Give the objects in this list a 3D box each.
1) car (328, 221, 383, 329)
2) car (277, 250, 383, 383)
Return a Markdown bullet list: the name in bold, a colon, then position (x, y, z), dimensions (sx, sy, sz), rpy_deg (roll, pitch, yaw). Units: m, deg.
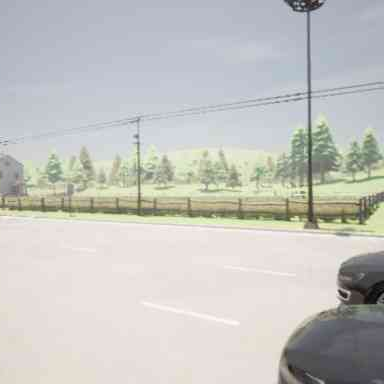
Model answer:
- **car**: position (4.856, 1.382, 5.086), dimensions (4.892, 1.490, 1.837), rpy_deg (0, 1, 32)
- **car**: position (3.022, 1.437, 2.107), dimensions (4.892, 1.490, 1.837), rpy_deg (0, 1, 32)
